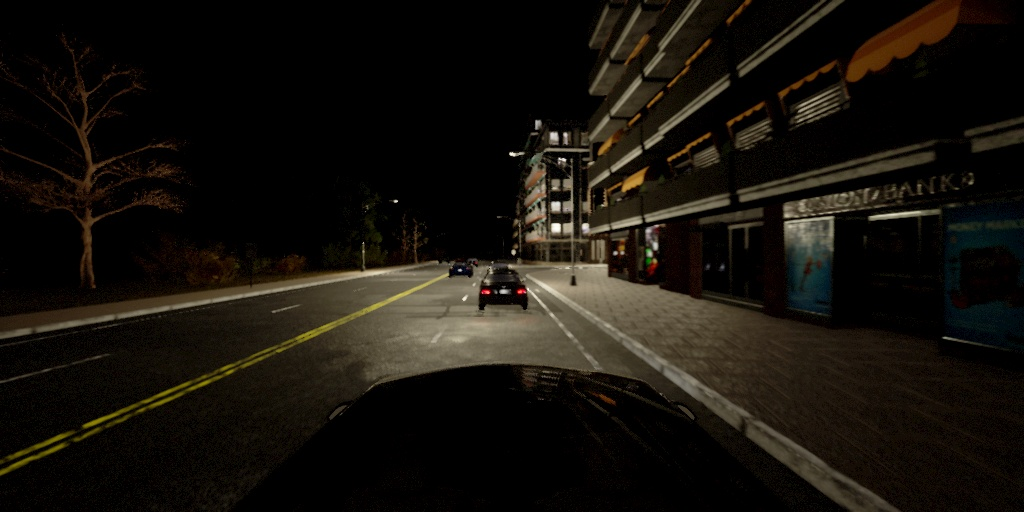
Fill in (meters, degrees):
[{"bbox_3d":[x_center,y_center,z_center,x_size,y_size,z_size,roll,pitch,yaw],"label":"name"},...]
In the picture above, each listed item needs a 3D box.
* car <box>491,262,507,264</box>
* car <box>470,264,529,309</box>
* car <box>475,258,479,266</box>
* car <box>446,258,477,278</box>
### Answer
[{"bbox_3d":[-1.083,1.151,29.116,2.033,1.411,5.357,0,0,-3],"label":"car"},{"bbox_3d":[-0.367,1.227,14.425,2.033,1.411,5.357,0,0,-2],"label":"car"},{"bbox_3d":[-6.150,1.051,56.041,2.033,1.411,5.357,0,0,-5],"label":"car"},{"bbox_3d":[-4.499,1.174,32.165,1.994,1.385,4.181,0,0,-3],"label":"car"}]
